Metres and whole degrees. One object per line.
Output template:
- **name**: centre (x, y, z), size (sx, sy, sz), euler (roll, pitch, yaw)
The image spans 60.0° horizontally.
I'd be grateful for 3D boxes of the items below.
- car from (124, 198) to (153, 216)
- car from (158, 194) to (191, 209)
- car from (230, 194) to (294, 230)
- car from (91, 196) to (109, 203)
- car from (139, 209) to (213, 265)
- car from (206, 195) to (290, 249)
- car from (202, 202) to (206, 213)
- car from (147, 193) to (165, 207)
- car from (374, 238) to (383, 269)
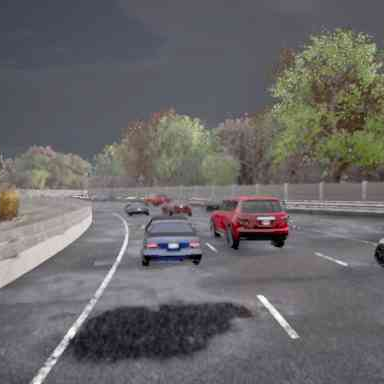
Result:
- **car**: centre (-5.455, 1.561, 32.362), size (1.994, 1.385, 4.181), euler (0, 0, -18)
- **car**: centre (-1.562, 1.336, 31.674), size (2.097, 1.767, 4.553), euler (0, 0, -16)
- **car**: centre (4.498, 1.191, 22.440), size (2.150, 2.045, 5.566), euler (0, 0, -12)
- **car**: centre (-20.078, 1.561, 72.460), size (2.033, 1.411, 5.357), euler (0, 0, -41)
- **car**: centre (-0.789, 1.542, 11.719), size (2.033, 1.411, 5.357), euler (0, 0, -6)
- **car**: centre (2.324, 1.203, 14.737), size (2.150, 2.045, 5.566), euler (0, 0, -8)
- **car**: centre (2.927, 1.307, 34.874), size (2.097, 1.767, 4.553), euler (0, 0, -31)
- **car**: centre (-5.500, 1.183, 50.597), size (2.150, 2.045, 5.566), euler (0, 0, -27)
- **car**: centre (6.532, 1.498, 8.112), size (1.812, 1.442, 4.674), euler (0, 0, -5)
